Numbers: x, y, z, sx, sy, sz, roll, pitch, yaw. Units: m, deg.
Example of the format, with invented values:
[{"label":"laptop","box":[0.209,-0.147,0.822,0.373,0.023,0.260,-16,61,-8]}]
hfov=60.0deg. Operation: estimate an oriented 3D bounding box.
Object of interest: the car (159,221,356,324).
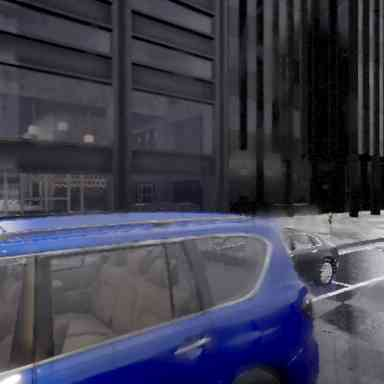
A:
[{"label":"car","box":[1.652,1.535,7.709,4.403,1.369,2.008,0,0,-35]}]

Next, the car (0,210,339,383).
[{"label":"car","box":[-1.420,1.222,2.362,5.566,2.045,2.150,0,0,-35]}]
